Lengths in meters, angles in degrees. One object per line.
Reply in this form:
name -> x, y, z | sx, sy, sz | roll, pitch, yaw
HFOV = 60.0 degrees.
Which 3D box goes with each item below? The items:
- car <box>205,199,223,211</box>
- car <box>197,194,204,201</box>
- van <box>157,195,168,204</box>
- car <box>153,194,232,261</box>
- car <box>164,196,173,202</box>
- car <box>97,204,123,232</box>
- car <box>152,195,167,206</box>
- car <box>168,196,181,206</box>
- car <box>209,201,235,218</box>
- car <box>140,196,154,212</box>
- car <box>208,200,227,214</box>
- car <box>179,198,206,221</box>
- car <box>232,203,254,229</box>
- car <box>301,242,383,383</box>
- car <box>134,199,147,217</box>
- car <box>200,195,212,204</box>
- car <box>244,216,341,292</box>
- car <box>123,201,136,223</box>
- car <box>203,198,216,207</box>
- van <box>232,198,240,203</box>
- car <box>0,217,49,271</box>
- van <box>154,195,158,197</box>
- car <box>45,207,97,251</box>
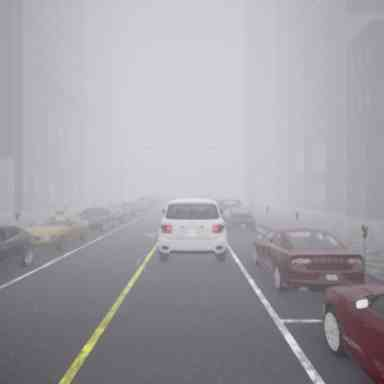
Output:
car -> 2.751, 1.613, 42.615 | 2.008, 1.369, 4.403 | 0, 0, 0
car -> 2.365, 1.544, 94.625 | 2.097, 1.767, 4.553 | 0, 0, 0
van -> -5.780, 1.452, 65.142 | 1.690, 1.788, 3.998 | 0, 0, 0
car -> 0.033, 1.237, 12.389 | 2.150, 2.045, 5.566 | 0, 0, 0
car -> -5.784, 1.699, 82.052 | 1.887, 1.381, 4.507 | 0, 0, 0
car -> -5.769, 1.589, 20.050 | 1.947, 1.339, 4.313 | 0, 0, 0
car -> -5.779, 1.413, 59.506 | 2.192, 1.841, 5.009 | 0, 0, 0
car -> -3.069, 1.574, 58.710 | 1.882, 1.535, 5.008 | 0, 0, 0
car -> 2.753, 1.592, 31.342 | 2.008, 1.369, 4.403 | 0, 0, 0
car -> -5.773, 1.491, 36.961 | 1.967, 1.590, 4.097 | 0, 0, 0
car -> 2.752, 1.633, 36.978 | 1.802, 1.307, 4.206 | 0, 0, 0
car -> 0.039, 1.388, 28.458 | 2.097, 1.767, 4.553 | 0, 0, 0
car -> 2.756, 1.574, 20.069 | 2.008, 1.369, 4.403 | 0, 0, 0
car -> 2.760, 1.548, 3.161 | 1.887, 1.381, 4.507 | 0, 0, 0
car -> -5.772, 1.607, 31.324 | 1.947, 1.339, 4.313 | 0, 0, 0
car -> 2.745, 1.426, 65.159 | 2.192, 1.841, 5.009 | 0, 0, 0
car -> 2.759, 1.554, 8.797 | 1.887, 1.381, 4.507 | 0, 0, 0
car -> -5.770, 1.614, 25.687 | 1.802, 1.307, 4.206 | 0, 0, 0
car -> 2.748, 1.630, 53.887 | 1.887, 1.381, 4.507 | 0, 0, 0
van -> 2.754, 1.373, 25.706 | 1.690, 1.788, 3.998 | 0, 0, 0
car -> -5.766, 1.575, 8.777 | 1.947, 1.339, 4.313 | 0, 0, 0
van -> -5.775, 1.403, 42.597 | 1.690, 1.788, 3.998 | 0, 0, 0
car -> -5.767, 1.541, 14.244 | 1.752, 1.417, 4.829 | 0, 0, 0
